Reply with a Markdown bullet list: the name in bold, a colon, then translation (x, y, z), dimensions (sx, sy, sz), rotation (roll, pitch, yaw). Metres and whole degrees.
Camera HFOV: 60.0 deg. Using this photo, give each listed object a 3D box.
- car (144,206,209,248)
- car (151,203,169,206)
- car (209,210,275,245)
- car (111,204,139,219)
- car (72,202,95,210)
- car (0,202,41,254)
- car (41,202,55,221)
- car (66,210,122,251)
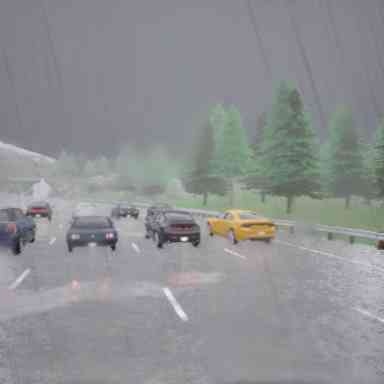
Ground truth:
- **car**: translation (-1.021, 1.618, 15.588), dimensions (1.837, 1.490, 4.892), rotation (1, 0, -17)
- **car**: translation (-3.013, 1.779, 31.872), dimensions (1.994, 1.385, 4.181), rotation (1, 0, -21)
- **car**: translation (2.271, 1.637, 16.783), dimensions (1.882, 1.535, 5.008), rotation (1, 0, -17)
- **car**: translation (-6.209, 1.766, 30.444), dimensions (1.895, 1.301, 4.718), rotation (1, 0, -21)
- **car**: translation (-9.578, 1.643, 29.441), dimensions (1.812, 1.442, 4.674), rotation (1, 0, -22)
- **car**: translation (-7.651, 1.365, 13.345), dimensions (2.097, 1.767, 4.553), rotation (1, -1, -17)
- **car**: translation (-12.798, 1.576, 28.070), dimensions (1.837, 1.490, 4.892), rotation (1, 0, -22)
- **car**: translation (-4.313, 1.663, 14.388), dimensions (1.895, 1.301, 4.718), rotation (1, 0, -17)
